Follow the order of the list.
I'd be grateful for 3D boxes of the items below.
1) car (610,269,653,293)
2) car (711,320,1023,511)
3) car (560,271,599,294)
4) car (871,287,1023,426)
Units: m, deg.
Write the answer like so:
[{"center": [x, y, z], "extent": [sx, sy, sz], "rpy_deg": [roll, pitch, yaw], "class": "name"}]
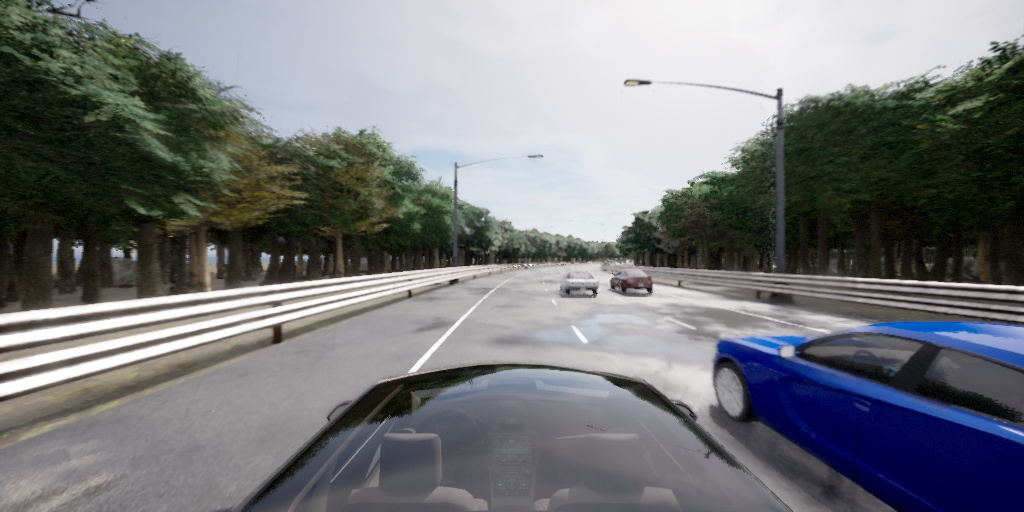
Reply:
[{"center": [7.673, 1.574, 23.290], "extent": [1.812, 1.442, 4.674], "rpy_deg": [0, -1, 3], "class": "car"}, {"center": [3.623, 1.258, 2.850], "extent": [1.882, 1.535, 5.008], "rpy_deg": [0, 0, 0], "class": "car"}, {"center": [4.104, 1.619, 22.469], "extent": [1.895, 1.301, 4.718], "rpy_deg": [0, -1, 3], "class": "car"}, {"center": [7.124, 1.283, 3.669], "extent": [1.882, 1.535, 5.008], "rpy_deg": [0, 0, 0], "class": "car"}]
